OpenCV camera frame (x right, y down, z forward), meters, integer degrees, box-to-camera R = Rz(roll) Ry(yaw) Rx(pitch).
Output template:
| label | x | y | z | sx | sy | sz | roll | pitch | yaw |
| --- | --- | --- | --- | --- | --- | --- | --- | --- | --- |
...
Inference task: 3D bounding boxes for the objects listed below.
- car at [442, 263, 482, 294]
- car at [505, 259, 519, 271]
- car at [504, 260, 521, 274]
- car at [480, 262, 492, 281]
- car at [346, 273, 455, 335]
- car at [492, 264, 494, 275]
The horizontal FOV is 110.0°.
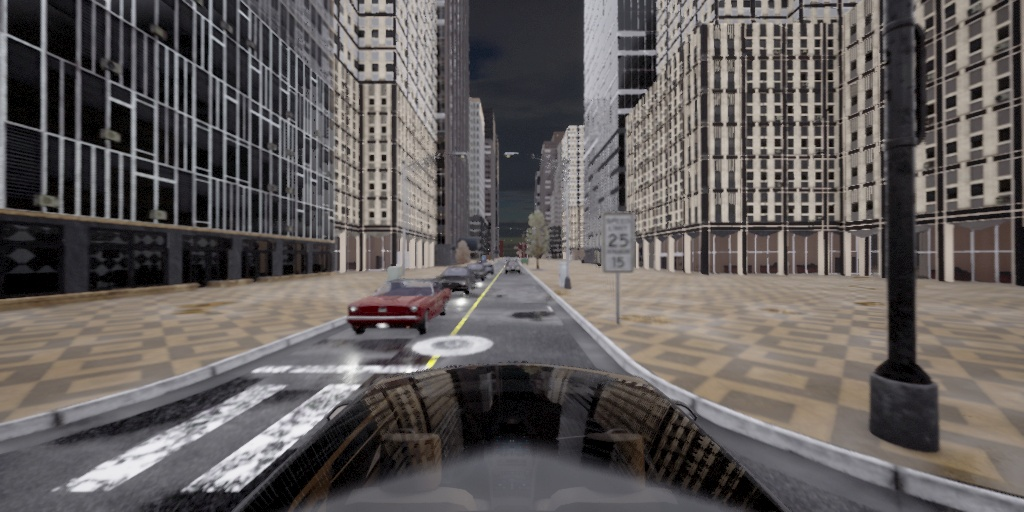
| label | x | y | z | sx | sy | sz | roll | pitch | yaw |
| --- | --- | --- | --- | --- | --- | --- | --- | --- | --- |
| car | -3.098 | 1.315 | 20.492 | 2.033 | 1.411 | 5.357 | 0 | 0 | 0 |
| car | 0.030 | 1.284 | 53.164 | 1.882 | 1.535 | 5.008 | 0 | 0 | 0 |
| car | 0.104 | 1.338 | 41.717 | 2.033 | 1.411 | 5.357 | 0 | 0 | 0 |
| car | -3.088 | 1.330 | 30.565 | 2.033 | 1.411 | 5.357 | 0 | 0 | 0 |
| car | -3.090 | 1.354 | 10.722 | 1.895 | 1.301 | 4.718 | 0 | 0 | -1 |
| car | -3.050 | 1.361 | 40.625 | 1.994 | 1.385 | 4.181 | 0 | 0 | 0 |
